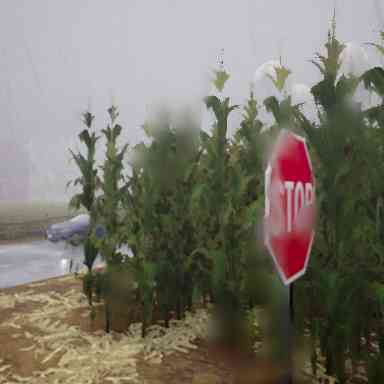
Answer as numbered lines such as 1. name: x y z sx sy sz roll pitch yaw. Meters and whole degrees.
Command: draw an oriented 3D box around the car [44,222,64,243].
1. car: -5.025 1.731 16.801 1.812 1.442 4.674 0 -1 35
